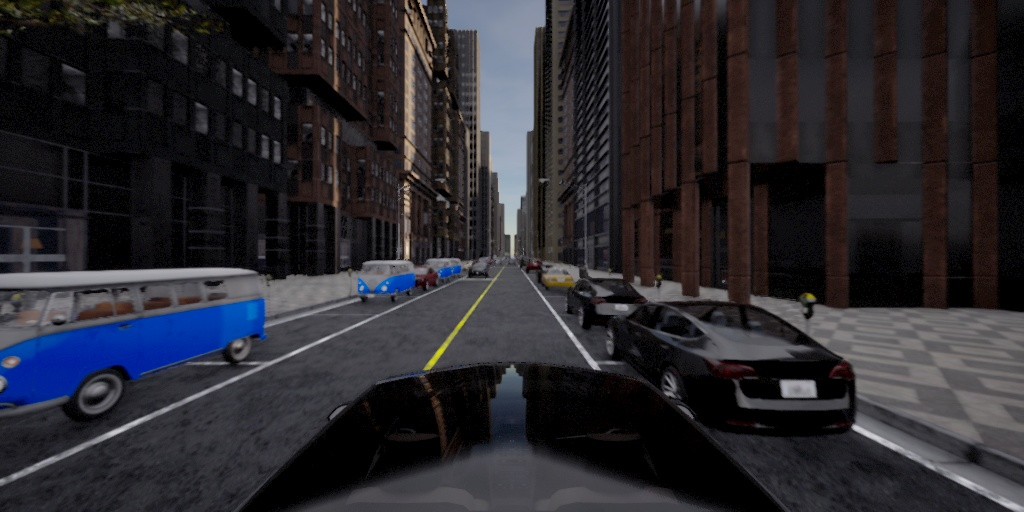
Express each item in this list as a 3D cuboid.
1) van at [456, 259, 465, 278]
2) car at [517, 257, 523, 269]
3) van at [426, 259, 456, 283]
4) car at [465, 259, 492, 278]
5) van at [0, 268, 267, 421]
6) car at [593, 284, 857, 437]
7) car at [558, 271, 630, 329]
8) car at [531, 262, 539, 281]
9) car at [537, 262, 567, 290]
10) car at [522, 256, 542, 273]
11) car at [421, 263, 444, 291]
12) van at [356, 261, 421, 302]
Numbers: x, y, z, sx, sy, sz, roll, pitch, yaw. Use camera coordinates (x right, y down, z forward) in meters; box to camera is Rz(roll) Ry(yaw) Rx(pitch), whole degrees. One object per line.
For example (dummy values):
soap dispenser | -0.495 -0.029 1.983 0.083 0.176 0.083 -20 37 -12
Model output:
van | -5.765 1.135 33.618 1.690 1.789 3.998 0 0 0
car | 2.390 1.072 60.119 2.150 2.045 5.566 0 0 0
van | -5.765 1.127 27.999 1.690 1.789 3.998 0 0 0
car | -3.095 1.303 34.371 1.837 1.490 4.892 0 -1 0
van | -5.763 1.096 5.527 1.690 1.789 3.998 0 0 0
car | 2.762 1.321 5.534 1.948 1.339 4.313 0 0 0
car | 2.761 1.328 11.152 1.948 1.339 4.313 0 0 0
car | 2.760 1.352 28.009 1.948 1.339 4.313 0 0 0
car | 2.761 1.303 22.560 1.751 1.417 4.829 0 0 0
car | 2.759 1.129 44.865 2.192 1.841 5.009 0 0 0
car | -5.764 1.323 22.381 1.888 1.381 4.507 0 0 0
van | -5.764 1.111 16.763 1.690 1.789 3.998 0 0 0
